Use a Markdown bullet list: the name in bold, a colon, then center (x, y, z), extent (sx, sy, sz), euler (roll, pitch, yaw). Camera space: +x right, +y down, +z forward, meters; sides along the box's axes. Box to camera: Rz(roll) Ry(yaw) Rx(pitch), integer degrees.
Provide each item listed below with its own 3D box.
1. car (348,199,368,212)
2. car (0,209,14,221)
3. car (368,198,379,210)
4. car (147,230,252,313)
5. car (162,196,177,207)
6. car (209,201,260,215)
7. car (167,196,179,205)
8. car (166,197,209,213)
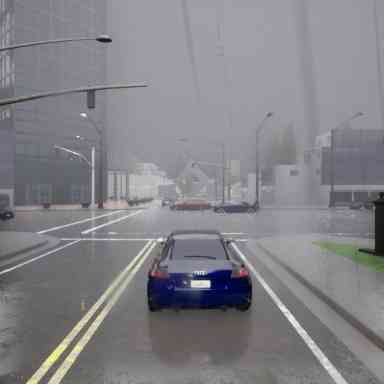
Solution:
- **car**: center (20.059, 1.459, 37.159), extent (4.892, 1.490, 1.837), euler (0, 0, 0)
- **car**: center (-16.385, 1.672, 26.190), extent (4.181, 1.385, 1.994), euler (-1, 0, 0)
- **car**: center (21.428, 1.167, 33.669), extent (5.566, 2.045, 2.150), euler (0, 0, 0)
- **car**: center (0.091, 1.564, 7.774), extent (1.994, 1.385, 4.181), euler (0, 0, -2)
- **car**: center (-3.565, 1.491, 51.251), extent (2.128, 1.511, 4.902), euler (0, 0, 0)
- **car**: center (4.378, 1.603, 33.543), extent (4.718, 1.301, 1.895), euler (0, 0, 0)
- **car**: center (-3.515, 1.505, 61.651), extent (1.837, 1.490, 4.892), euler (0, 0, 1)
- **car**: center (-0.188, 1.541, 37.008), extent (4.674, 1.442, 1.812), euler (0, 0, 0)
